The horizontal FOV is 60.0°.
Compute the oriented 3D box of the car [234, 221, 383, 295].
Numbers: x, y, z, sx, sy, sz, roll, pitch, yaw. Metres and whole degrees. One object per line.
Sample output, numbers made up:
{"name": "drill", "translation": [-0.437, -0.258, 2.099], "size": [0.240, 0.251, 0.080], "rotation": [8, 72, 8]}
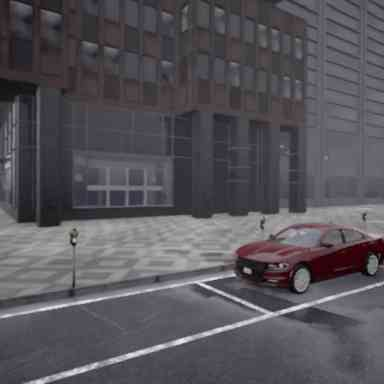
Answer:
{"name": "car", "translation": [3.111, 1.483, 8.546], "size": [4.507, 1.381, 1.887], "rotation": [0, 1, -33]}
